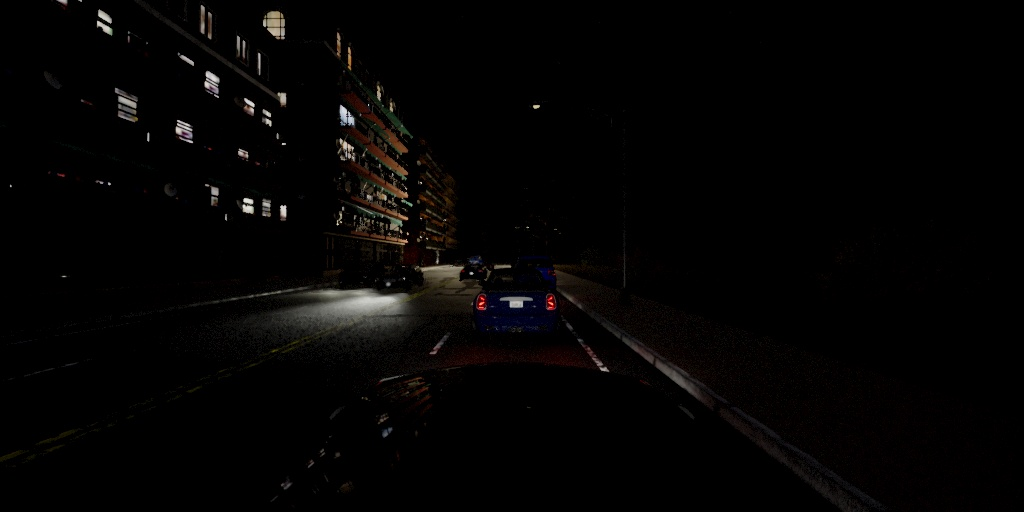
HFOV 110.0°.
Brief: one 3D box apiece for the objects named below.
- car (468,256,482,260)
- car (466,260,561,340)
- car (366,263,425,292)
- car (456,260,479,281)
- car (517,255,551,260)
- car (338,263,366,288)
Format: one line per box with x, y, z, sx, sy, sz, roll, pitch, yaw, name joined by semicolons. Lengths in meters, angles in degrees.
-6.549;0.970;64.143;2.150;2.045;5.566;0;0;0;car
0.098;1.103;10.172;2.097;1.767;4.553;0;0;0;car
-6.600;1.244;21.584;2.128;1.511;4.902;0;0;0;car
-3.150;1.316;29.897;1.994;1.385;4.181;0;0;0;car
1.137;0.977;19.747;2.150;2.045;5.566;0;0;0;car
-9.850;1.230;24.209;1.882;1.535;5.008;0;0;0;car
